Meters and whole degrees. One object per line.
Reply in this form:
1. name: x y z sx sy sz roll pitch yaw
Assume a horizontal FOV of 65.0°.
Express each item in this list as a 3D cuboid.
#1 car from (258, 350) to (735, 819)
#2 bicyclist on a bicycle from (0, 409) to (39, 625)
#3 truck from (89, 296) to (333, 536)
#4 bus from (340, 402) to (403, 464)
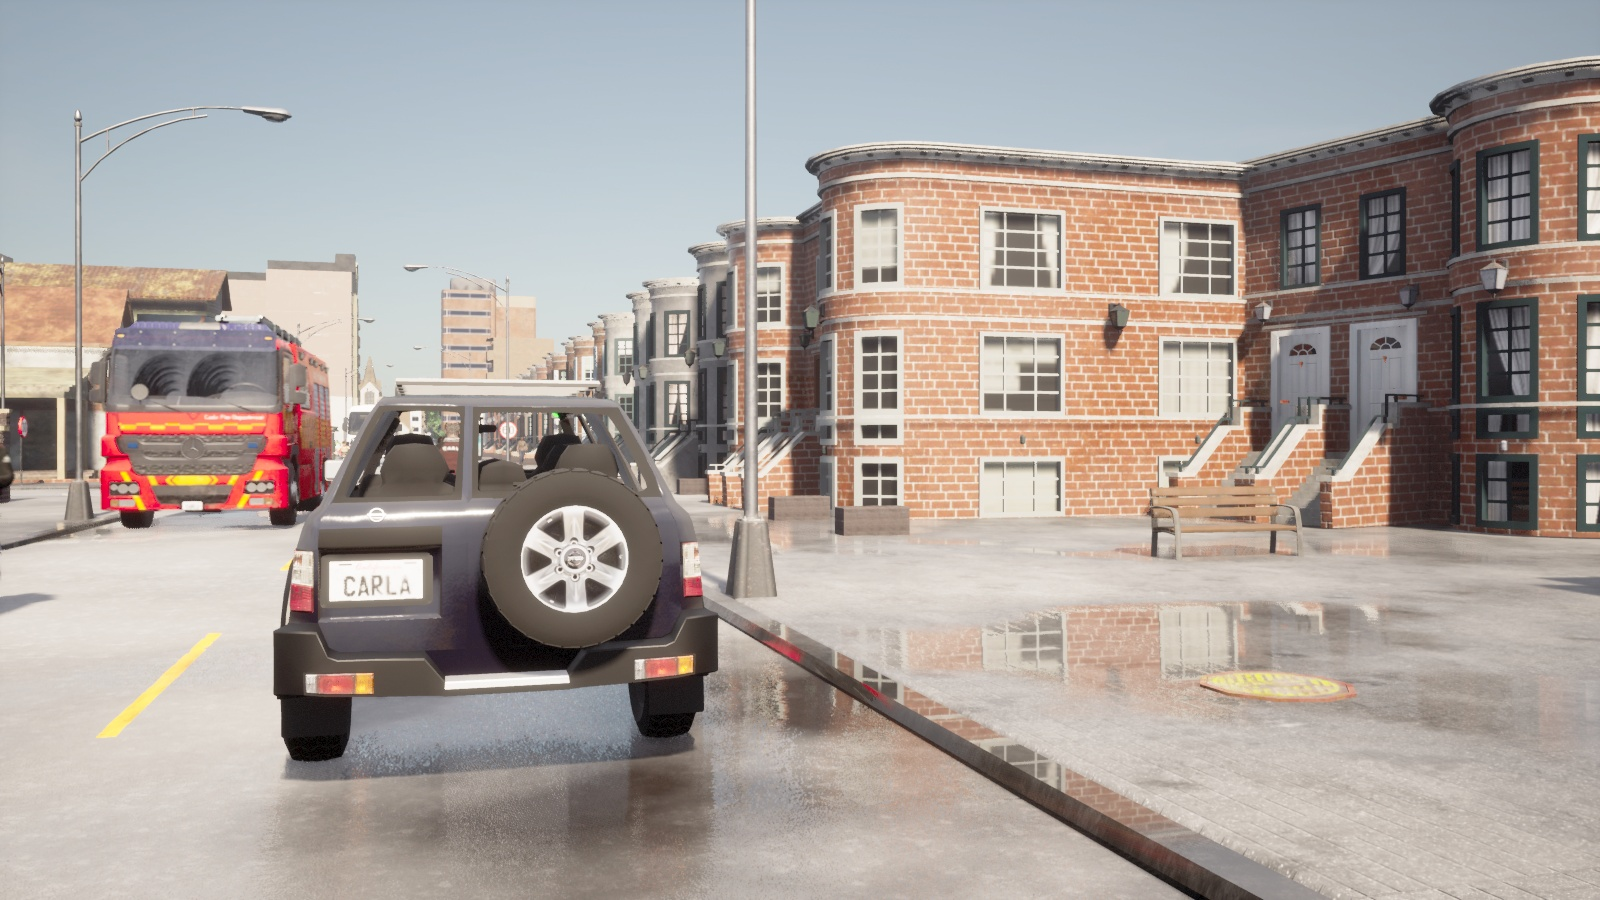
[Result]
1. car: -1.875 0.518 7.440 1.932 1.855 4.605 0 0 -17
2. bicyclist on a bicycle: -6.949 0.549 10.398 0.659 1.776 1.843 0 0 -17
3. truck: -11.045 -0.569 24.465 2.891 3.827 8.468 0 0 -15
4. bus: -31.177 -1.176 91.738 3.944 4.253 10.273 0 0 -17
